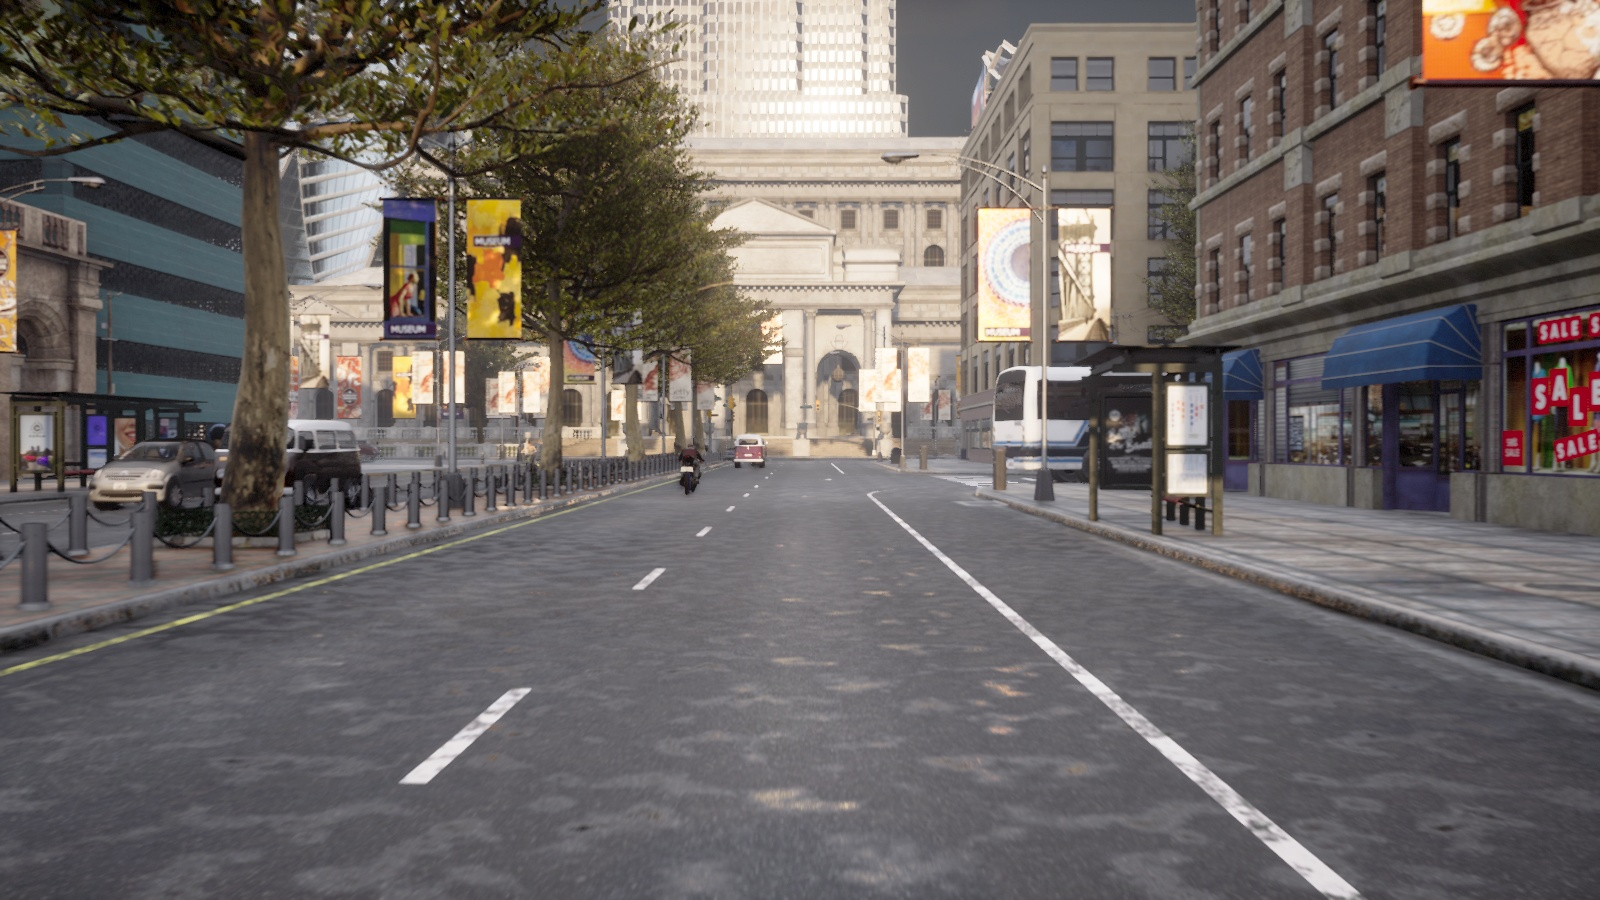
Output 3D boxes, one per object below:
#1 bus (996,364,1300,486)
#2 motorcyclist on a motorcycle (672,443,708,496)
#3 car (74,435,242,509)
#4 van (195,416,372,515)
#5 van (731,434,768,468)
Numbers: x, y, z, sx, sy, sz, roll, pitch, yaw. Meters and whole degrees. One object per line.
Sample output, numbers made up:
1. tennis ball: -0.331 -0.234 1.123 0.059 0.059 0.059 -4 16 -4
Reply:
1. bus: 12.852 -0.883 46.753 10.273 4.253 3.944 0 0 -13
2. motorcyclist on a motorcycle: -3.272 0.567 37.504 0.866 1.530 2.191 0 0 0
3. car: -14.819 0.468 29.232 1.851 1.617 3.988 0 0 0
4. van: -11.327 0.303 27.910 2.069 2.038 4.480 0 0 0
5. van: -3.051 0.036 76.559 2.069 2.038 4.480 0 0 0
